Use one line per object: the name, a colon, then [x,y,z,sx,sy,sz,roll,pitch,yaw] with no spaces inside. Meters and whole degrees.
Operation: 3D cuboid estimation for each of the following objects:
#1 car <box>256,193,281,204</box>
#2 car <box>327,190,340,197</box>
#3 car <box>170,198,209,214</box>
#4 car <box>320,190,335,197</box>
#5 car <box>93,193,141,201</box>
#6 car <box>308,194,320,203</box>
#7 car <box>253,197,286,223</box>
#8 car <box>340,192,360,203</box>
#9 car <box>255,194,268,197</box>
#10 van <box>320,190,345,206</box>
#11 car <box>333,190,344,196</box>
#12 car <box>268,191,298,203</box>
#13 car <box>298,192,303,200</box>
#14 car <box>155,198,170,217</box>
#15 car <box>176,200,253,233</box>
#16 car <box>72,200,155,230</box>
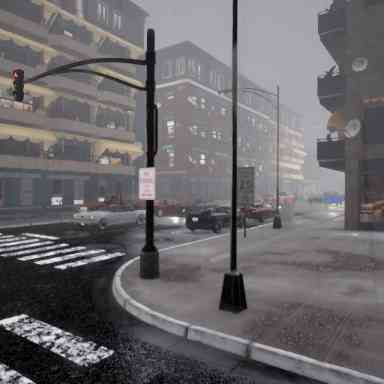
car: [10.541,0.880,45.638,1.947,1.339,4.313,2,2,35]
car: [32.973,0.335,77.532,1.802,1.307,4.206,2,2,35]
car: [0.484,1.203,26.873,1.994,1.385,4.181,1,1,34]
car: [29.769,0.378,72.976,1.887,1.381,4.507,2,2,35]
car: [-5.480,1.031,22.850,2.192,1.841,5.009,2,2,35]
car: [17.464,0.904,45.439,1.895,1.301,4.718,1,1,35]
car: [4.553,1.283,22.560,1.802,1.307,4.206,2,2,35]
car: [23.782,0.763,49.897,1.887,1.381,4.507,2,2,35]
car: [5.736,1.012,34.309,1.837,1.490,4.892,1,1,35]
van: [17.375,0.721,40.780,1.690,1.788,3.998,2,2,35]
car: [36.178,0.255,82.089,1.802,1.307,4.206,2,2,35]
car: [11.440,0.717,42.371,2.097,1.767,4.553,1,1,36]
car: [16.950,0.719,54.750,1.947,1.339,4.313,2,2,35]
car: [-2.278,1.180,27.412,1.887,1.381,4.507,2,2,35]
car: [1.349,1.348,18.003,1.947,1.339,4.313,2,2,35]
car: [-4.609,1.368,19.607,1.895,1.301,4.718,1,1,35]
